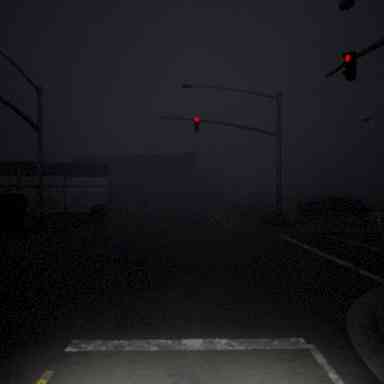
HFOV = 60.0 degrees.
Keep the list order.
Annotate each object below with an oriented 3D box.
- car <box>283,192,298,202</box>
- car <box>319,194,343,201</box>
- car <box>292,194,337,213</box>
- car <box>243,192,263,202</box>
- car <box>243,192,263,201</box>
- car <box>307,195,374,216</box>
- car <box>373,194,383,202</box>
[{"bbox_3d":[20.684,0.985,66.385,4.605,1.855,1.932,0,0,-1],"label":"car"},{"bbox_3d":[30.602,1.175,73.459,4.514,1.523,2.007,0,0,-1],"label":"car"},{"bbox_3d":[12.713,1.277,31.982,5.027,1.636,2.152,0,0,-1],"label":"car"},{"bbox_3d":[12.206,1.249,66.235,3.806,1.475,1.970,0,0,-1],"label":"car"},{"bbox_3d":[12.773,0.959,69.567,3.866,1.878,1.905,0,0,-1],"label":"car"},{"bbox_3d":[12.807,1.291,28.846,4.514,1.523,2.007,0,0,-1],"label":"car"},{"bbox_3d":[38.108,1.048,63.478,5.027,1.636,2.152,0,0,-1],"label":"car"}]
